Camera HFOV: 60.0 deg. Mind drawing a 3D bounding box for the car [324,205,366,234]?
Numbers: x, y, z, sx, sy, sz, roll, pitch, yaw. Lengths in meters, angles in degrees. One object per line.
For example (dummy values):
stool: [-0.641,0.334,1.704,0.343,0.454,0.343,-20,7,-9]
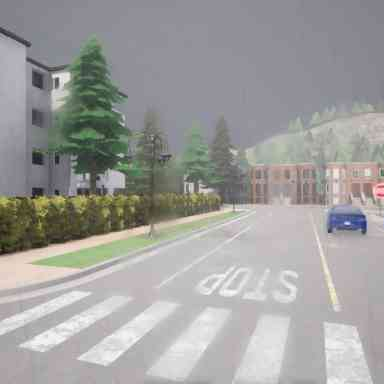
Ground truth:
car: [8.878,1.481,19.433,1.882,1.535,5.008,0,0,20]
